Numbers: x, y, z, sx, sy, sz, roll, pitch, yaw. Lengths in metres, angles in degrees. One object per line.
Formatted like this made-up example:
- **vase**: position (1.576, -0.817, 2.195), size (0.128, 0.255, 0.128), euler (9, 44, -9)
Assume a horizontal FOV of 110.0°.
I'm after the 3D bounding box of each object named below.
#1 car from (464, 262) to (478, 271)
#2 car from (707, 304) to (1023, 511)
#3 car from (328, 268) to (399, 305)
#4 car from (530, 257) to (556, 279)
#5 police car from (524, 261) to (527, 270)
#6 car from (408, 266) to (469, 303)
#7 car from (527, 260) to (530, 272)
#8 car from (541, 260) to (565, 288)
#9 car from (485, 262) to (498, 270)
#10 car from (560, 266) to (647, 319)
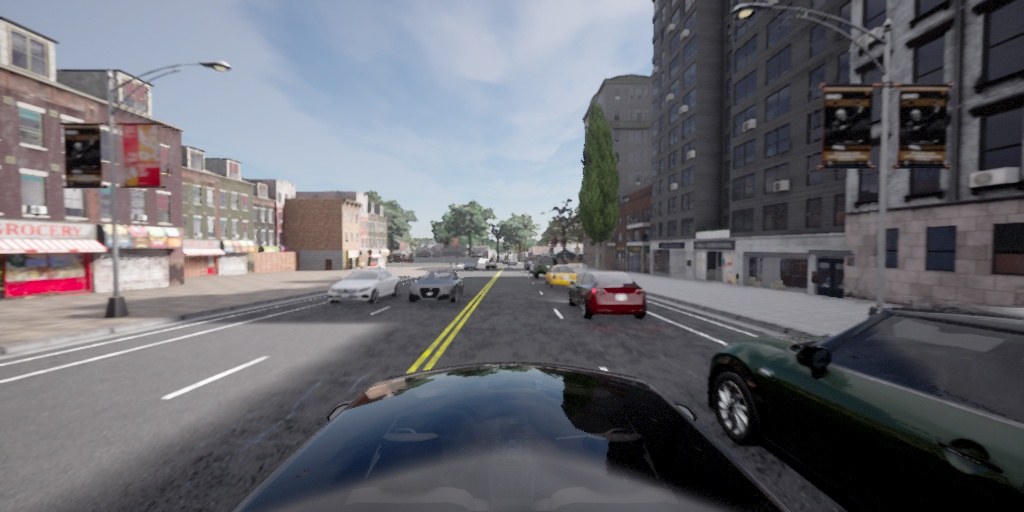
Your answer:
- **car**: position (-6.554, 1.600, 57.825), size (2.033, 1.411, 5.357), euler (0, -1, 1)
- **car**: position (3.354, 1.102, 2.401), size (2.097, 1.767, 4.553), euler (0, 0, 0)
- **car**: position (-6.610, 1.316, 16.553), size (1.812, 1.442, 4.674), euler (0, 0, 0)
- **car**: position (3.243, 1.102, 34.999), size (2.150, 2.045, 5.566), euler (0, 0, 0)
- **police car**: position (3.237, 1.471, 57.093), size (1.930, 1.638, 5.238), euler (0, -1, 0)
- **car**: position (-3.351, 1.354, 16.603), size (1.994, 1.385, 4.181), euler (0, 0, 0)
- **car**: position (3.240, 1.480, 45.974), size (1.812, 1.442, 4.674), euler (0, 0, 0)
- **car**: position (3.245, 1.280, 24.150), size (1.801, 1.575, 5.366), euler (0, 0, 0)
- **car**: position (-3.311, 1.653, 57.846), size (1.895, 1.301, 4.718), euler (0, -1, 1)
- **car**: position (3.247, 1.279, 12.984), size (2.163, 1.488, 4.792), euler (0, 0, 0)
